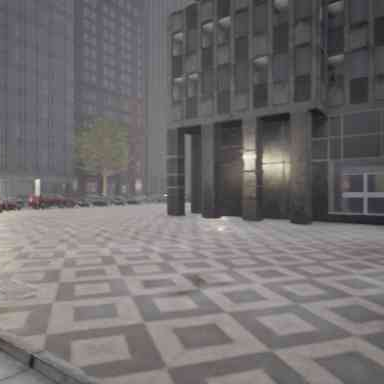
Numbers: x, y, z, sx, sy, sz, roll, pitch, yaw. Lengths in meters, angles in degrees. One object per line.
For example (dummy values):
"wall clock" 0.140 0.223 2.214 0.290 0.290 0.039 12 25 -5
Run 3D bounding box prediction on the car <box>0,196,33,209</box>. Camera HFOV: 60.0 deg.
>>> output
"car" -22.211 1.257 40.993 1.947 1.339 4.313 0 0 35

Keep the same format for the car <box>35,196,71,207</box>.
"car" -19.008 1.255 45.634 1.802 1.307 4.206 0 0 35

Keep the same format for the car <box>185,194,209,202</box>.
"car" 1.028 1.086 64.351 2.128 1.511 4.902 0 0 35

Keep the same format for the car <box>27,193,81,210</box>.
"car" -15.197 0.983 36.148 2.192 1.841 5.009 0 0 35

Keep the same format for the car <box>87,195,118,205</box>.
"car" -13.154 1.212 49.227 1.994 1.385 4.181 0 0 35

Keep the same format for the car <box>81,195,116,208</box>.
"car" -11.993 1.217 40.789 1.947 1.339 4.313 0 0 35

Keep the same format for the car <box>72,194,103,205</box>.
"car" -15.805 1.097 50.275 1.967 1.590 4.097 0 0 35

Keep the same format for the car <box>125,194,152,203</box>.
"car" -9.494 1.155 59.417 1.752 1.417 4.829 0 0 35

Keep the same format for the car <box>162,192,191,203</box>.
"car" -2.385 1.151 54.710 1.887 1.381 4.507 0 0 35

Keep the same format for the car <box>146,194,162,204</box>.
"car" -5.660 1.106 54.600 2.128 1.511 4.902 0 0 35

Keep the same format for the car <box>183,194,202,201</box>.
"car" 0.213 1.142 73.482 1.887 1.381 4.507 0 0 35

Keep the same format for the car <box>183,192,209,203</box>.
"car" 0.818 0.910 59.351 2.192 1.841 5.009 0 0 35

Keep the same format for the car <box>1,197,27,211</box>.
"car" -18.400 1.270 31.507 1.802 1.307 4.206 0 0 35

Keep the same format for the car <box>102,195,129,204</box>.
"car" -12.601 1.224 54.917 1.802 1.307 4.206 0 0 35

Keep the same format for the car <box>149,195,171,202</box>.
"car" -6.194 1.184 64.200 1.947 1.339 4.313 0 0 35

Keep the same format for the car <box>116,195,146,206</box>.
"car" -8.791 1.200 45.429 1.947 1.339 4.313 0 0 35
